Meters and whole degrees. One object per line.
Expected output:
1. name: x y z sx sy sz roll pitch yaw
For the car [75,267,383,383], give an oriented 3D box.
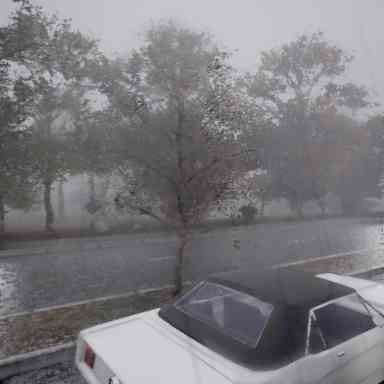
1. car: 1.236 1.631 4.016 4.718 1.301 1.895 1 0 -36
